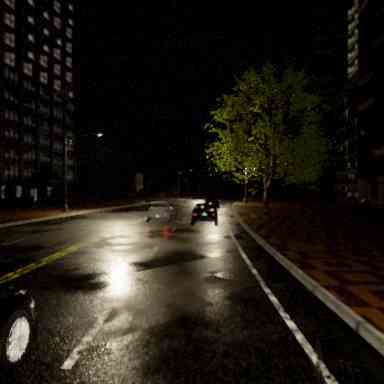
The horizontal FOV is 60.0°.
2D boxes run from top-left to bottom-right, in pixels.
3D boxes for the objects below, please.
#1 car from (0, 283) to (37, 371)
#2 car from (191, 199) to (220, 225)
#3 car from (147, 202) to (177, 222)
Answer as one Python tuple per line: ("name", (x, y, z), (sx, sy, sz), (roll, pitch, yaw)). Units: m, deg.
("car", (-3.119, 1.495, 2.761), (1.837, 1.490, 4.892), (0, 0, 1))
("car", (0.903, 1.475, 23.581), (2.033, 1.411, 5.357), (0, 0, 2))
("car", (-2.233, 1.448, 25.303), (1.812, 1.442, 4.674), (0, 0, 4))
